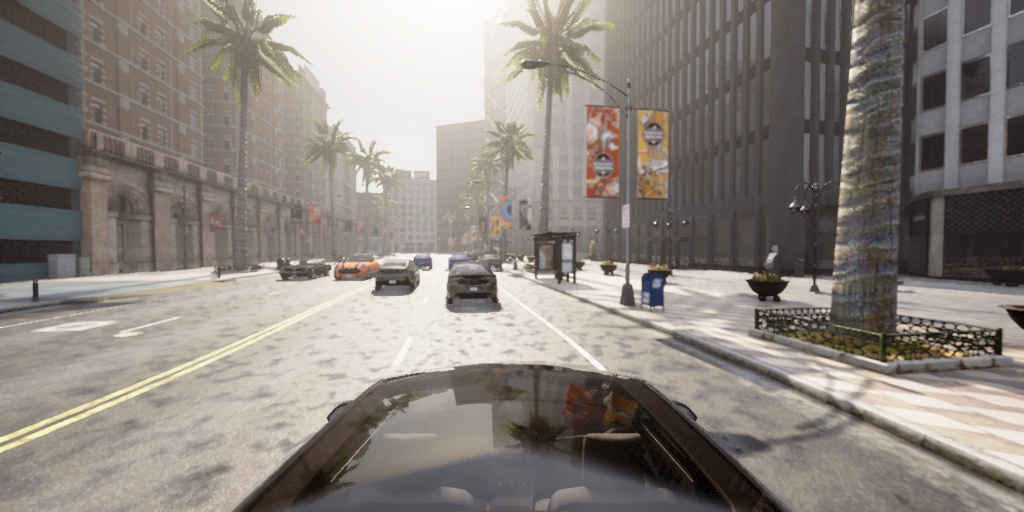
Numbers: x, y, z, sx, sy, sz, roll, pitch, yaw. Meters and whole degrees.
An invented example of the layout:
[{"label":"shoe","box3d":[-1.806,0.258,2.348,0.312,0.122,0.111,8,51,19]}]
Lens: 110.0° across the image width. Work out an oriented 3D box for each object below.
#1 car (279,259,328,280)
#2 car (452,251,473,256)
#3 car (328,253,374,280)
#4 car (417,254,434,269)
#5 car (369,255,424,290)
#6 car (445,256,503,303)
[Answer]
[{"label":"car","box3d":[-14.210,0.886,24.886,1.895,1.301,4.718,0,1,-10]},{"label":"car","box3d":[-4.977,0.587,33.417,1.882,1.535,5.008,0,1,-10]},{"label":"car","box3d":[-10.642,0.637,24.746,2.097,1.767,4.553,0,1,-10]},{"label":"car","box3d":[-9.201,0.513,37.140,1.882,1.535,5.008,0,1,-10]},{"label":"car","box3d":[-5.976,0.905,19.055,1.837,1.490,4.892,0,1,-10]},{"label":"car","box3d":[-1.738,0.959,14.971,1.882,1.535,5.008,0,1,-9]}]
